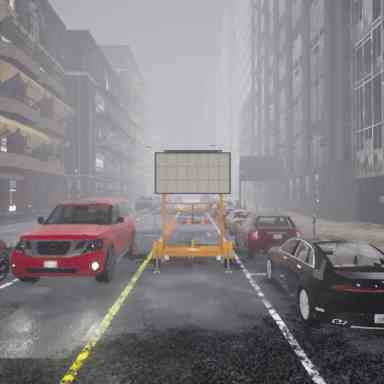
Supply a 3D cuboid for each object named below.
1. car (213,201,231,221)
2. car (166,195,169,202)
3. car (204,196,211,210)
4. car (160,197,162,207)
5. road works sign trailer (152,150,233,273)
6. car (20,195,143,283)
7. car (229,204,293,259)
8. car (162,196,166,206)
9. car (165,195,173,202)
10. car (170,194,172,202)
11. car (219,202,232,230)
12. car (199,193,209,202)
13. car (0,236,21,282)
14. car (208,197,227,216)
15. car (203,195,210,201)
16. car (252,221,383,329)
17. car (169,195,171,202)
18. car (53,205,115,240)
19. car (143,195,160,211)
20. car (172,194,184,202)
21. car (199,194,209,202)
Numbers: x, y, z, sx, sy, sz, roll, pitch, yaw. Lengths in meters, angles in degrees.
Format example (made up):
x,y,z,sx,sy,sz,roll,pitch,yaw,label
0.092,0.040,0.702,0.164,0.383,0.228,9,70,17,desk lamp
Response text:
x,y,z,sx,sy,sz,roll,pitch,yaw,label
2.751,1.587,23.828,1.802,1.307,4.206,1,0,0,car
-5.556,1.540,57.757,1.887,1.381,4.507,1,0,0,car
2.788,1.567,40.783,1.947,1.339,4.313,1,0,0,car
-5.580,1.525,46.283,1.752,1.417,4.829,1,0,0,car
0.023,0.467,10.642,2.380,3.560,2.880,0,0,0,road works sign trailer
-3.078,1.224,10.016,2.150,2.045,5.566,0,0,0,car
2.730,1.444,12.525,1.967,1.590,4.097,1,0,0,car
-5.567,1.437,52.104,1.967,1.590,4.097,1,0,0,car
-5.509,1.509,80.191,1.752,1.417,4.829,1,0,0,car
-5.521,1.532,74.711,1.887,1.381,4.507,1,0,0,car
2.741,1.530,18.346,1.752,1.417,4.829,1,0,0,car
2.875,1.298,80.342,2.192,1.841,5.009,1,0,0,car
-5.662,1.442,6.891,1.967,1.590,4.097,1,0,0,car
2.765,1.444,29.478,1.967,1.590,4.097,1,0,0,car
2.801,1.524,46.604,1.752,1.417,4.829,1,0,0,car
2.716,1.553,6.872,2.008,1.369,4.403,1,0,0,car
-5.545,1.559,63.407,1.947,1.339,4.313,1,0,0,car
-5.640,1.530,18.025,1.752,1.417,4.829,1,0,0,car
-5.588,1.316,40.802,2.192,1.841,5.009,1,0,0,car
-2.847,1.492,72.765,1.837,1.490,4.892,0,0,0,car
2.851,1.305,69.039,2.192,1.841,5.009,1,0,0,car
